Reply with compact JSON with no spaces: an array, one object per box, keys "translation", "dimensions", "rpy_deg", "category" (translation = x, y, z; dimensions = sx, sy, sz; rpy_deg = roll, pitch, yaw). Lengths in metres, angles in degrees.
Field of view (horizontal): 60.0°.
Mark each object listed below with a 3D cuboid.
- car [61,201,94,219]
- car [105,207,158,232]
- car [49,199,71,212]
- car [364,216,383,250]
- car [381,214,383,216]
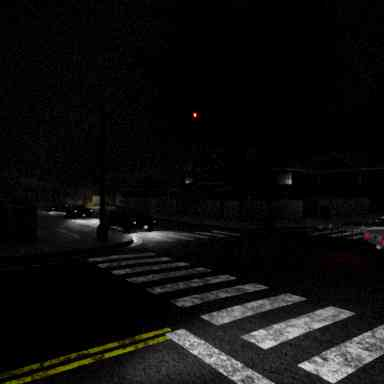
[{"translation":[-11.080,1.850,32.512],"dimensions":[1.895,1.301,4.718],"rpy_deg":[0,0,-31],"category":"car"},{"translation":[-4.206,1.709,21.812],"dimensions":[2.033,1.411,5.357],"rpy_deg":[0,0,-34],"category":"car"},{"translation":[-18.036,1.698,44.813],"dimensions":[2.097,1.767,4.553],"rpy_deg":[0,0,-27],"category":"car"},{"translation":[8.793,1.632,11.578],"dimensions":[4.718,1.301,1.895],"rpy_deg":[-1,0,6],"category":"car"},{"translation":[14.552,1.512,22.055],"dimensions":[5.357,1.411,2.033],"rpy_deg":[0,0,-36],"category":"car"}]
